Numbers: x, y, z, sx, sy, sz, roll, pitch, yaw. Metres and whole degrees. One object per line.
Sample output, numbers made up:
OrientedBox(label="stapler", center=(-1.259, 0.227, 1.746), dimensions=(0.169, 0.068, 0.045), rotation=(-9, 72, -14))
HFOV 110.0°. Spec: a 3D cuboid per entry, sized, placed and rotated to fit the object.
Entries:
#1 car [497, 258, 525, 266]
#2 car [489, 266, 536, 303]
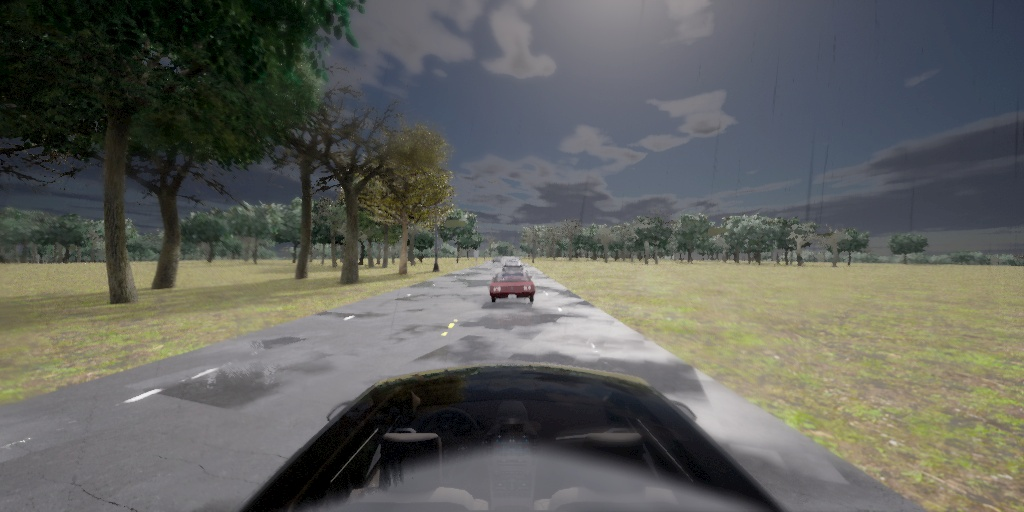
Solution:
OrientedBox(label="car", center=(0.078, 1.152, 31.455), dimensions=(2.128, 1.511, 4.902), rotation=(0, 0, 0))
OrientedBox(label="car", center=(0.016, 1.324, 16.484), dimensions=(1.895, 1.301, 4.718), rotation=(-1, 0, 0))
